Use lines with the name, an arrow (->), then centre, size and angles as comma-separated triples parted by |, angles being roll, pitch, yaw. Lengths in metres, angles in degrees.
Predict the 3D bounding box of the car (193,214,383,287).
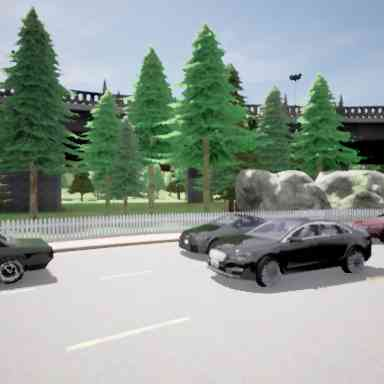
car -> 2.777, 1.479, 9.209 | 4.902, 1.511, 2.128 | 0, 0, -25

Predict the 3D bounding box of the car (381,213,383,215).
car -> 9.748, 1.496, 15.294 | 4.674, 1.442, 1.812 | 0, 0, -10

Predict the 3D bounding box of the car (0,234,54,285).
car -> -6.021, 1.601, 8.095 | 4.718, 1.301, 1.895 | 0, 0, -32

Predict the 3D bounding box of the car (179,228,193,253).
car -> 1.610, 1.549, 12.445 | 4.181, 1.385, 1.994 | 0, 0, -25
